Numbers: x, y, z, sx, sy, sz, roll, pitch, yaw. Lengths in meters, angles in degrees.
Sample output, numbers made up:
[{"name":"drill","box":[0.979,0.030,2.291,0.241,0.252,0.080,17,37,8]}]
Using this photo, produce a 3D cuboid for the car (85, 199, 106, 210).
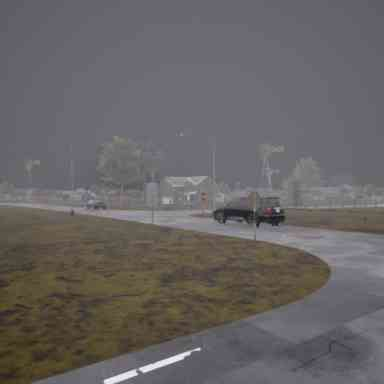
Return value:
[{"name":"car","box":[-14.026,1.836,48.127,1.837,1.490,4.892,-1,0,-35]}]

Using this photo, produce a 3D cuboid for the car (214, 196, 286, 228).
[{"name":"car","box":[3.863,1.288,23.075,2.150,2.045,5.566,-1,0,-34]}]
